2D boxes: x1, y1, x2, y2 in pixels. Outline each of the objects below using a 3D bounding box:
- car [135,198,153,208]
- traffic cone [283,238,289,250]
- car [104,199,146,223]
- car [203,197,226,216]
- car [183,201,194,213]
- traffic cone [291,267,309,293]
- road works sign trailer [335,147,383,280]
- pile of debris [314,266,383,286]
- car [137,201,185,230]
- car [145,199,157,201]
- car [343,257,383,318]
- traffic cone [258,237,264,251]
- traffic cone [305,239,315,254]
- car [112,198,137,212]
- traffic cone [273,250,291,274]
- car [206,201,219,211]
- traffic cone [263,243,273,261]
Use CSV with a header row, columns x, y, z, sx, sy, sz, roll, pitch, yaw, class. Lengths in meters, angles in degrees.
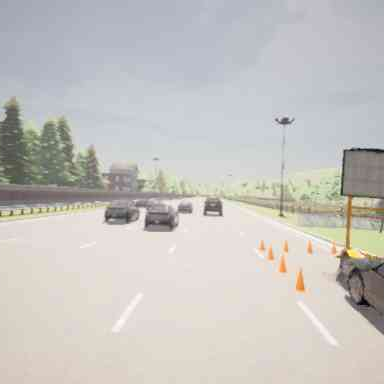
x,y,z,sx,sy,sz,roll,pitch,yaw,class
-7.374,1.722,51.407,1.994,1.385,4.181,2,0,3,car
4.004,2.261,14.167,0.340,0.580,0.340,2,-1,3,traffic cone
-5.273,1.500,25.590,2.128,1.511,4.902,2,-1,3,car
2.498,1.695,39.484,2.150,2.045,5.566,2,-1,3,car
-0.852,1.906,42.490,2.033,1.411,5.357,2,0,3,car
2.681,2.149,8.231,0.340,0.580,0.340,2,-1,3,traffic cone
5.301,0.610,9.291,2.380,3.560,2.880,4,-2,9,road works sign trailer
4.782,2.454,9.751,1.860,0.140,1.500,3,-1,1,pile of debris
-1.948,1.616,22.331,2.128,1.511,4.902,2,0,3,car
-4.451,1.734,40.745,2.033,1.411,5.357,2,-1,3,car
4.165,1.750,5.252,2.033,1.411,5.357,3,4,7,car
3.007,2.218,14.222,0.340,0.580,0.340,2,-1,3,traffic cone
5.002,2.304,14.112,0.340,0.580,0.340,2,-1,3,traffic cone
-8.003,1.549,39.832,1.812,1.442,4.674,2,0,3,car
2.790,2.172,10.228,0.340,0.580,0.340,2,-1,3,traffic cone
3.256,2.204,53.695,1.994,1.385,4.181,2,-1,3,car
2.898,2.195,12.225,0.340,0.580,0.340,2,-1,3,traffic cone
